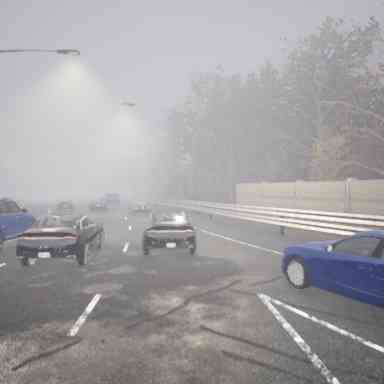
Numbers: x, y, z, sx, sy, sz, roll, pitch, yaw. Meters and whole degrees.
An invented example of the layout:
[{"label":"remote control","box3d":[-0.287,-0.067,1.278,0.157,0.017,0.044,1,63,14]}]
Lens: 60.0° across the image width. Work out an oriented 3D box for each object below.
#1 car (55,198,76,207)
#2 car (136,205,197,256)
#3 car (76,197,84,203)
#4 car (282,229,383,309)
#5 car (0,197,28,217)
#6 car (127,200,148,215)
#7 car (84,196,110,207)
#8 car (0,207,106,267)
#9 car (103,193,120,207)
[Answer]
[{"label":"car","box3d":[-15.852,1.494,41.433,1.812,1.442,4.674,0,0,-23]},{"label":"car","box3d":[-0.958,1.482,13.090,2.128,1.511,4.902,0,0,-6]},{"label":"car","box3d":[-22.240,1.550,66.389,1.895,1.301,4.718,0,0,-36]},{"label":"car","box3d":[3.930,1.473,6.602,1.882,1.535,5.008,0,0,-26]},{"label":"car","box3d":[-7.906,1.210,12.852,2.150,2.045,5.566,0,0,-7]},{"label":"car","box3d":[-5.403,1.522,33.404,2.033,1.411,5.357,0,0,-18]},{"label":"car","box3d":[-11.540,1.533,40.163,1.994,1.385,4.181,0,0,-22]},{"label":"car","box3d":[-4.258,1.483,11.420,2.128,1.511,4.902,0,0,-6]},{"label":"car","box3d":[-12.758,1.185,51.362,2.150,2.045,5.566,0,0,-27]}]
